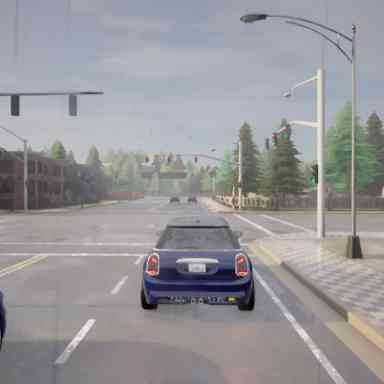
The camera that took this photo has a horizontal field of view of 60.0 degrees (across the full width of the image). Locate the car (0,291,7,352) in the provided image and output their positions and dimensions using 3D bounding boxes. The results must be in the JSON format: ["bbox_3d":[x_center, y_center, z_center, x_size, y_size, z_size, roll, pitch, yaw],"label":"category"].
[{"bbox_3d":[-3.440,1.477,2.501,1.882,1.535,5.008,0,0,0],"label":"car"}]

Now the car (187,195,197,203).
[{"bbox_3d":[0.067,1.488,68.241,1.837,1.490,4.892,0,0,0],"label":"car"}]

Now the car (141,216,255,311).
[{"bbox_3d":[0.162,1.350,7.953,2.097,1.767,4.553,0,0,2],"label":"car"}]

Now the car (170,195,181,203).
[{"bbox_3d":[-3.433,1.488,68.244,1.837,1.490,4.892,0,0,0],"label":"car"}]
